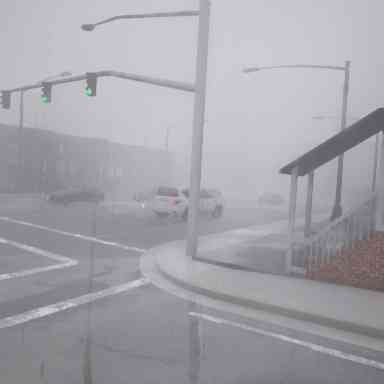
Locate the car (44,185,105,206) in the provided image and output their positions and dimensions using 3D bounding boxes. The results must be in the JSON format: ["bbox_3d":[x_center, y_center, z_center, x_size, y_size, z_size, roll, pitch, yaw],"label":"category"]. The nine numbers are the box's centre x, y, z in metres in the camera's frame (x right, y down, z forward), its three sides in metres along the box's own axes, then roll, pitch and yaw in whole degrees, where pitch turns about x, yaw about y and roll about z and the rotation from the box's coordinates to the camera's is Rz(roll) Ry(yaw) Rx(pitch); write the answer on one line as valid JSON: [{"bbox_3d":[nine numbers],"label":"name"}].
[{"bbox_3d":[-9.292,0.225,26.675,2.128,1.511,4.902,5,3,36],"label":"car"}]

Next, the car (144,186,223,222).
[{"bbox_3d":[-0.125,0.674,21.106,2.150,2.045,5.566,5,3,36],"label":"car"}]

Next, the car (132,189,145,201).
[{"bbox_3d":[-3.948,0.241,34.089,1.837,1.490,4.892,5,3,36],"label":"car"}]

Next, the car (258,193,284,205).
[{"bbox_3d":[9.685,0.785,40.741,1.994,1.385,4.181,5,3,36],"label":"car"}]

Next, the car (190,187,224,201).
[{"bbox_3d":[1.990,0.244,42.303,1.837,1.490,4.892,5,3,36],"label":"car"}]
